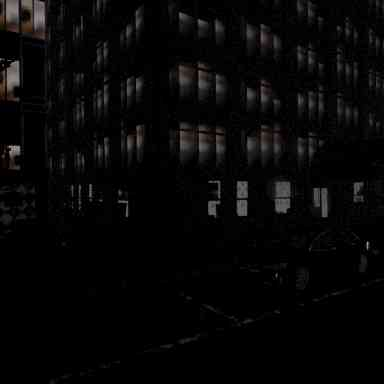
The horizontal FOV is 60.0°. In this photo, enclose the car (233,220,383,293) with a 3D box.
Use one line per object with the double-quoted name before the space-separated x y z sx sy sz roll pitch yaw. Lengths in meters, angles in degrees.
"car" 3.023 1.549 8.719 4.403 1.369 2.008 0 -1 -35
